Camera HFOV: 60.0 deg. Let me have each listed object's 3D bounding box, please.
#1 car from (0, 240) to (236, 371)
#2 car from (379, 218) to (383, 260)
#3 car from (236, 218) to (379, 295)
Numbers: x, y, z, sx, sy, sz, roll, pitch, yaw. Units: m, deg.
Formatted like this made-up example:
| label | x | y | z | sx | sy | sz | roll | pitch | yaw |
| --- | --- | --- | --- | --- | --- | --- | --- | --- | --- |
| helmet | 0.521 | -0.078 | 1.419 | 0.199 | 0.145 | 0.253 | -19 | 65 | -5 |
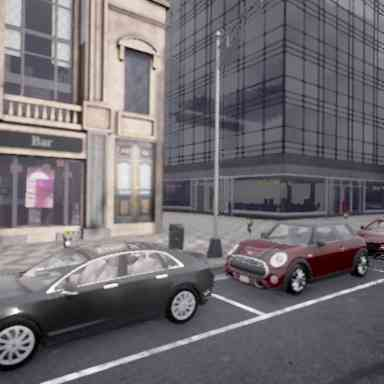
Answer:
| label | x | y | z | sx | sy | sz | roll | pitch | yaw |
| --- | --- | --- | --- | --- | --- | --- | --- | --- | --- |
| car | -1.621 | 1.558 | 5.597 | 4.403 | 1.369 | 2.008 | 0 | 1 | -35 |
| car | 7.268 | 1.603 | 11.939 | 4.507 | 1.381 | 1.887 | 0 | 0 | -35 |
| car | 2.825 | 1.471 | 8.767 | 4.097 | 1.590 | 1.967 | 0 | 0 | -35 |
